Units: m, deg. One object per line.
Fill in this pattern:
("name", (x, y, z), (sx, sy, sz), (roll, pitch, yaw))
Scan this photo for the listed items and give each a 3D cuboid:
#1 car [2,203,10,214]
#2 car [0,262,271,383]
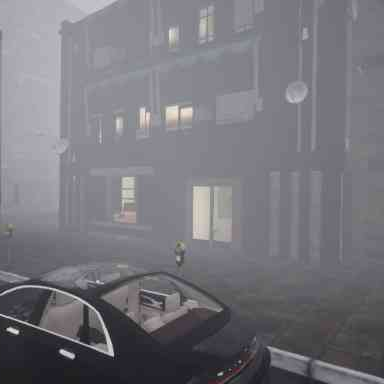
("car", (-21.533, 1.623, 34.881), (2.008, 1.369, 4.403), (1, 0, 36))
("car", (-1.294, 1.550, 3.935), (4.403, 1.369, 2.008), (0, 1, 35))
